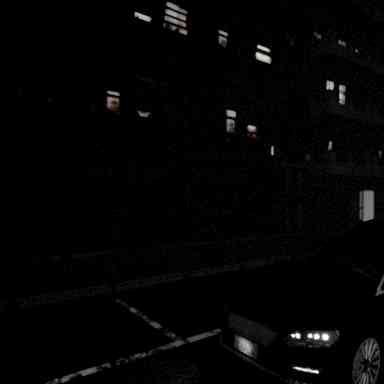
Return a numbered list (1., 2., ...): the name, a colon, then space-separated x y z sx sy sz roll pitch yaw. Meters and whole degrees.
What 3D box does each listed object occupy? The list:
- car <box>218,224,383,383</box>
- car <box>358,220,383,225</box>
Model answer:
1. car: 2.606 1.521 5.249 4.902 1.511 2.128 0 0 -36
2. car: 6.285 1.632 11.071 4.313 1.339 1.947 0 0 -36
